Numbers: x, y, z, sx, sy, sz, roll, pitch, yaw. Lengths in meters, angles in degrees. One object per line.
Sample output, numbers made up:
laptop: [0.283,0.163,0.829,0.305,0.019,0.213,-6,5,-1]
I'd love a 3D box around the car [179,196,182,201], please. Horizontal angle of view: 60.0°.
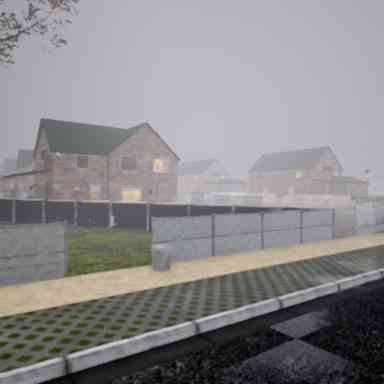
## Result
car: [-2.771,0.804,52.528,1.994,1.385,4.181,0,1,-35]
